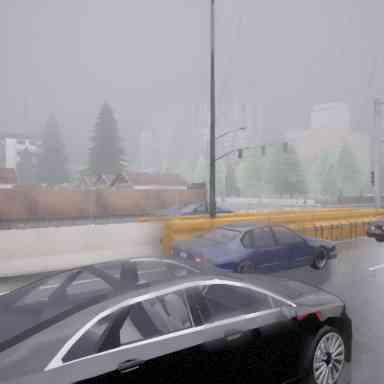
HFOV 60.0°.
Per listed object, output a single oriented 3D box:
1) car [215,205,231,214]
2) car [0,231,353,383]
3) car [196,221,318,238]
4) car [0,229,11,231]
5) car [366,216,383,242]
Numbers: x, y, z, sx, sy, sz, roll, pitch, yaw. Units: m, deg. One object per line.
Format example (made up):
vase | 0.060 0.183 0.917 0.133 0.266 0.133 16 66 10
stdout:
car | 0.312 1.477 21.348 5.008 1.535 1.882 0 0 -35
car | -0.177 1.492 3.617 4.902 1.511 2.128 0 0 -35
car | 1.856 1.547 9.359 5.357 1.411 2.033 0 0 -35
car | -8.249 1.564 11.004 4.181 1.385 1.994 0 0 -35
car | 10.056 1.547 15.179 5.357 1.411 2.033 0 0 -35
